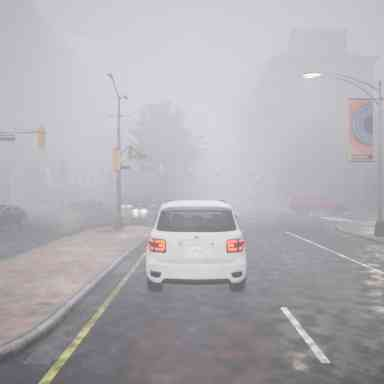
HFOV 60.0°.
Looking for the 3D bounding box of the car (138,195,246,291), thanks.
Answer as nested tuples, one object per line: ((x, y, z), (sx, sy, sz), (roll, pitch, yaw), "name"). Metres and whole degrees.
((0.108, 1.221, 9.121), (2.150, 2.045, 5.566), (0, 0, 1), "car")

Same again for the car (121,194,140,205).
((-11.325, 1.488, 59.793), (2.128, 1.511, 4.902), (0, 0, 1), "car")

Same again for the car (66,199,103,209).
((-14.314, 1.601, 44.396), (1.895, 1.301, 4.718), (0, 0, 35), "car")

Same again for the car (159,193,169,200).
((-7.624, 1.212, 91.809), (2.150, 2.045, 5.566), (0, 0, 0), "car")

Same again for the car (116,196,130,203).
((-14.464, 1.595, 69.844), (1.895, 1.301, 4.718), (0, 0, 0), "car")

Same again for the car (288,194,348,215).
((12.357, 1.221, 32.936), (5.566, 2.045, 2.150), (0, 0, 1), "car")

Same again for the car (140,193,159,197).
((-7.813, 1.352, 61.505), (2.097, 1.767, 4.553), (0, 0, 1), "car")

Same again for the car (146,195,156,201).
((-11.129, 1.517, 90.540), (2.128, 1.511, 4.902), (0, 0, 0), "car")

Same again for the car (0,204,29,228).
((-11.523, 1.491, 19.606), (2.128, 1.511, 4.902), (0, 0, 0), "car")

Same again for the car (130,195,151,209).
((-7.217, 1.492, 46.170), (2.128, 1.511, 4.902), (0, 0, -10), "car")

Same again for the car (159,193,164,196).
((-7.687, 1.524, 76.456), (1.812, 1.442, 4.674), (0, 0, 0), "car")
